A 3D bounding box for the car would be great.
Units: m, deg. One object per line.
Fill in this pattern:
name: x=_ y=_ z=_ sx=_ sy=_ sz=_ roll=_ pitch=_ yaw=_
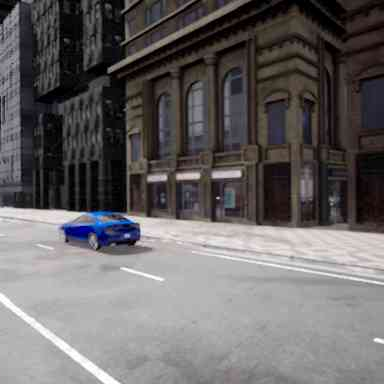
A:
car: x=-4.348 y=1.653 z=15.228 sx=1.882 sy=1.535 sz=5.008 roll=-1 pitch=0 yaw=-44
